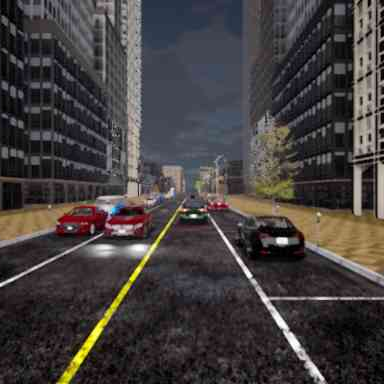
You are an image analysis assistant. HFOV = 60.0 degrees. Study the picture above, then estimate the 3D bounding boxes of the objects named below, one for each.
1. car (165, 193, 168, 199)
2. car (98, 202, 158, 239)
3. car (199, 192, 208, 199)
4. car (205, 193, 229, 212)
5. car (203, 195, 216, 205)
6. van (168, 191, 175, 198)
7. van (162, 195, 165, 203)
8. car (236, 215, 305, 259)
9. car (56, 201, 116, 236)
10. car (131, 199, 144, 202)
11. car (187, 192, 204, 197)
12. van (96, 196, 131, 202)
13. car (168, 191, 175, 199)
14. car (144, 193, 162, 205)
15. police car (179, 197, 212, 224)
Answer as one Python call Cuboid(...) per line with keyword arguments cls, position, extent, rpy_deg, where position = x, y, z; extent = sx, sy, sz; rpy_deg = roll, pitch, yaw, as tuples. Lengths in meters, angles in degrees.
Cuboid(cls="car", position=(-5.686, 1.143, 57.565), extent=(1.947, 1.339, 4.313), rpy_deg=(0, 0, 0))
Cuboid(cls="car", position=(-3.000, 1.423, 16.574), extent=(1.812, 1.442, 4.674), rpy_deg=(0, 0, 0))
Cuboid(cls="car", position=(2.696, 0.844, 80.315), extent=(1.967, 1.590, 4.097), rpy_deg=(0, 0, 0))
Cuboid(cls="car", position=(2.695, 1.189, 34.781), extent=(1.967, 1.590, 4.097), rpy_deg=(0, 0, 0))
Cuboid(cls="car", position=(2.695, 1.145, 52.028), extent=(1.752, 1.417, 4.829), rpy_deg=(0, 0, 0))
Cuboid(cls="van", position=(-5.684, 0.656, 91.715), extent=(1.690, 1.788, 3.998), rpy_deg=(0, 0, 0))
Cuboid(cls="van", position=(-5.685, 0.962, 51.871), extent=(1.690, 1.788, 3.998), rpy_deg=(0, 0, 0))
Cuboid(cls="car", position=(2.694, 1.480, 12.015), extent=(1.947, 1.339, 4.313), rpy_deg=(0, 0, 0))
Cuboid(cls="car", position=(-5.687, 1.418, 17.720), extent=(1.887, 1.381, 4.507), rpy_deg=(0, 0, 0))
Cuboid(cls="car", position=(-5.687, 1.373, 29.105), extent=(1.802, 1.307, 4.206), rpy_deg=(0, 0, 0))
Cuboid(cls="car", position=(0.098, 1.127, 42.005), extent=(2.033, 1.649, 4.856), rpy_deg=(0, 1, 0))
Cuboid(cls="van", position=(-5.686, 1.174, 23.411), extent=(1.690, 1.788, 3.998), rpy_deg=(0, 0, 0))
Cuboid(cls="car", position=(-5.685, 0.930, 80.162), extent=(1.752, 1.417, 4.829), rpy_deg=(0, 0, 0))
Cuboid(cls="car", position=(-5.686, 1.104, 46.179), extent=(1.967, 1.590, 4.097), rpy_deg=(0, 0, 0))
Cuboid(cls="police car", position=(0.101, 1.335, 23.452), extent=(2.038, 1.542, 4.974), rpy_deg=(0, 0, 0))
